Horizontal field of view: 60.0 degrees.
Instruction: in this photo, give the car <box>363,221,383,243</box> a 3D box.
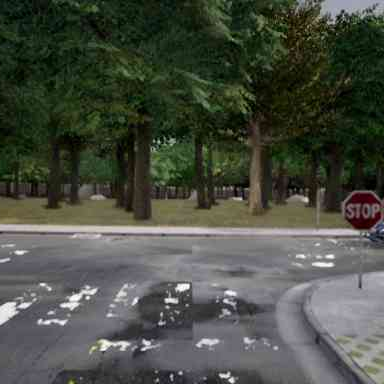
[{"bbox_3d":[9.785,1.541,14.069,4.674,1.442,1.812,0,1,0],"label":"car"}]
